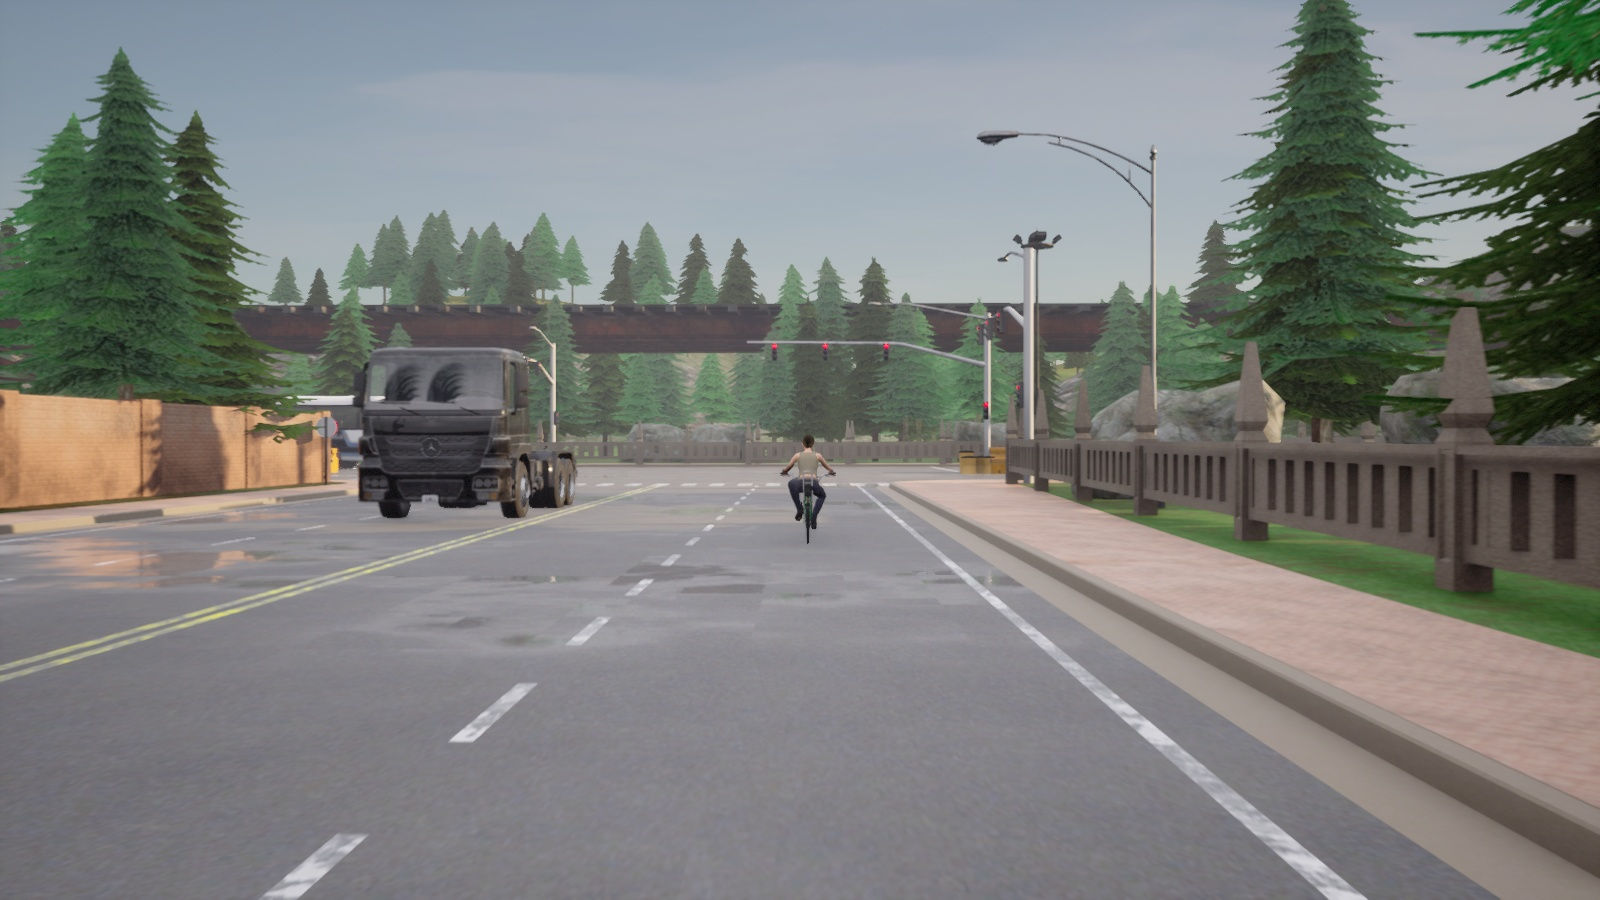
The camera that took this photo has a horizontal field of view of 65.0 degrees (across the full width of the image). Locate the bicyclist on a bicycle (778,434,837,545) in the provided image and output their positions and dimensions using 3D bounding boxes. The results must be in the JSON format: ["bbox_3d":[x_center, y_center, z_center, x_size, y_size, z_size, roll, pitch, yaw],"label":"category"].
[{"bbox_3d":[0.122,0.576,19.110,0.866,1.612,1.509,0,0,1],"label":"bicyclist on a bicycle"}]

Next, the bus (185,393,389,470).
[{"bbox_3d":[-29.672,-1.063,73.009,10.273,4.253,3.944,0,0,1],"label":"bus"}]

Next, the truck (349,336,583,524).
[{"bbox_3d":[-6.828,-0.393,27.073,2.891,3.462,7.936,0,0,0],"label":"truck"}]
